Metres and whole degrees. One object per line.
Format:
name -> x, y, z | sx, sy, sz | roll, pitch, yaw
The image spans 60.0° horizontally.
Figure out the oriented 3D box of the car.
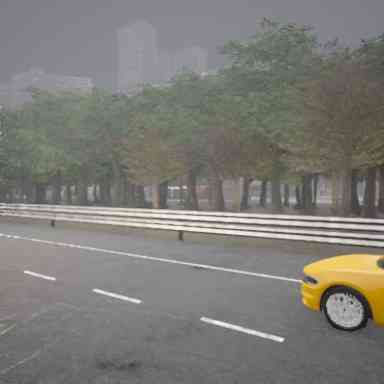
car -> 4.276, 1.479, 5.119 | 5.008, 1.535, 1.882 | 0, 0, 35
